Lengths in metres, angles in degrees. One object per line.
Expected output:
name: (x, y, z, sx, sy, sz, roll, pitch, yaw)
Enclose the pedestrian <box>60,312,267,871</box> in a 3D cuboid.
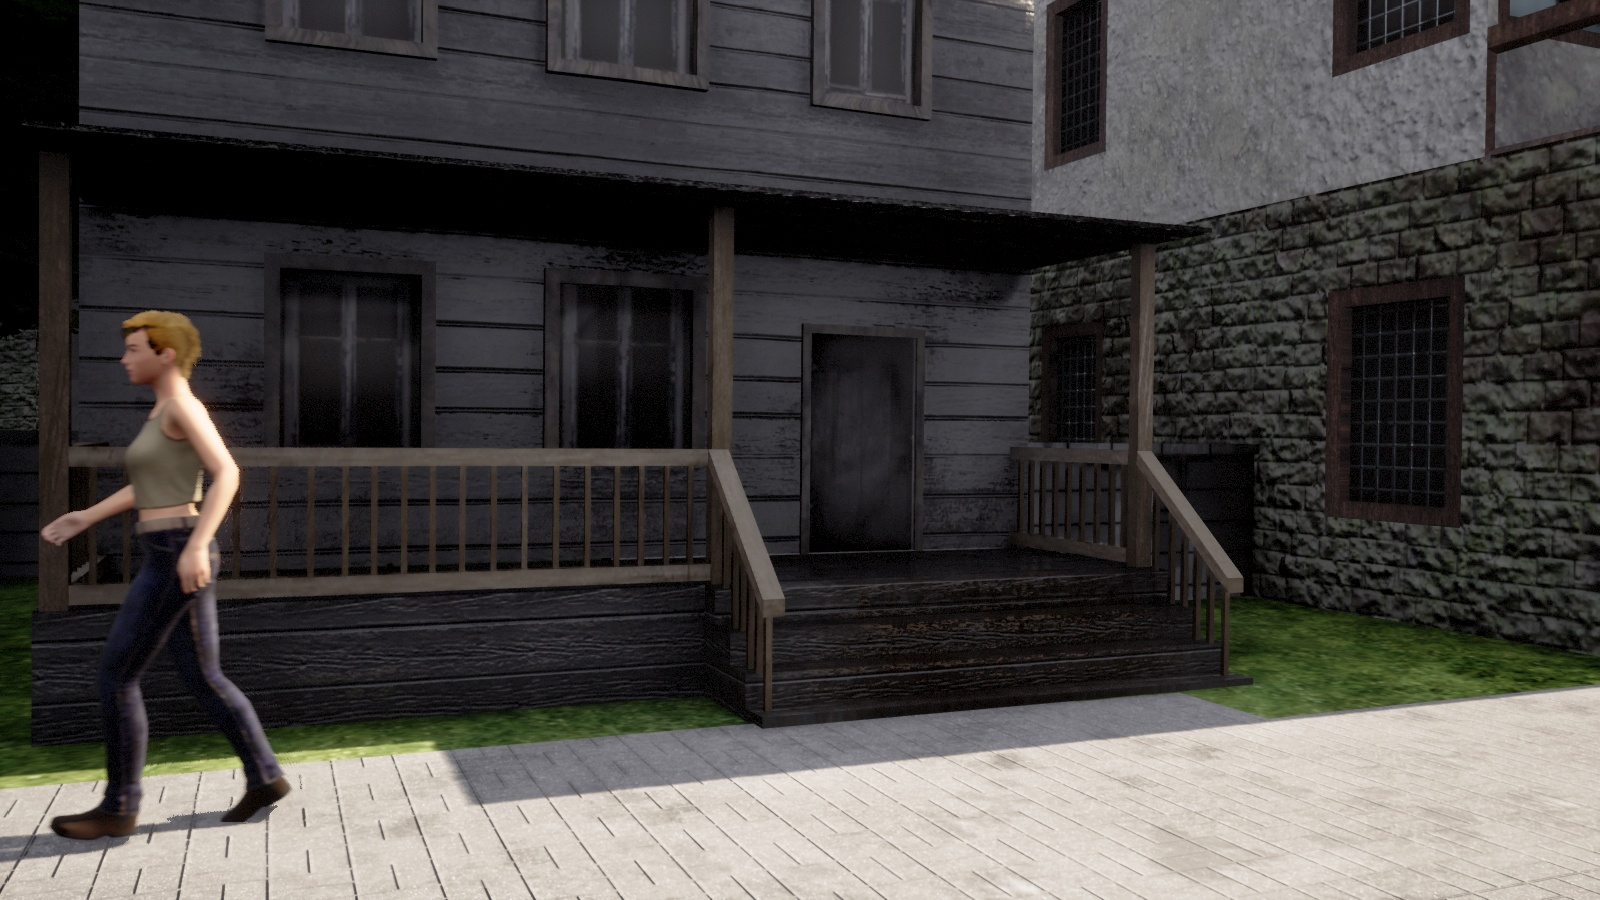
pedestrian: (-2.206, 0.460, 4.396, 0.594, 1.836, 0.345, -1, 1, -24)
